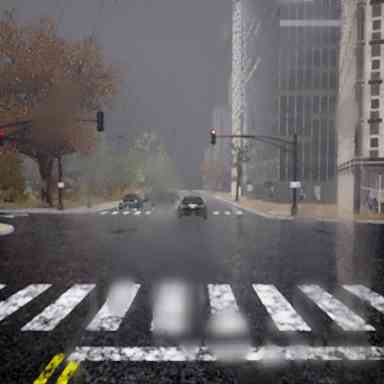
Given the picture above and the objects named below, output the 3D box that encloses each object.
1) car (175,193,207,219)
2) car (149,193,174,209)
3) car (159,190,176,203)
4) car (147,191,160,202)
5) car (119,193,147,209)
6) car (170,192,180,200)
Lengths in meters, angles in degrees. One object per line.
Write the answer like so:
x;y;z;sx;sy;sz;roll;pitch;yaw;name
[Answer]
0.040;1.066;25.751;2.097;1.767;4.553;0;0;0;car
-3.432;1.118;38.035;1.812;1.442;4.674;0;1;0;car
-3.452;0.984;48.864;1.837;1.490;4.892;0;2;0;car
-6.679;0.987;53.535;2.033;1.411;5.357;0;1;0;car
-6.682;0.956;36.838;2.097;1.767;4.553;0;1;0;car
-3.426;0.837;66.630;1.812;1.442;4.674;0;0;0;car
